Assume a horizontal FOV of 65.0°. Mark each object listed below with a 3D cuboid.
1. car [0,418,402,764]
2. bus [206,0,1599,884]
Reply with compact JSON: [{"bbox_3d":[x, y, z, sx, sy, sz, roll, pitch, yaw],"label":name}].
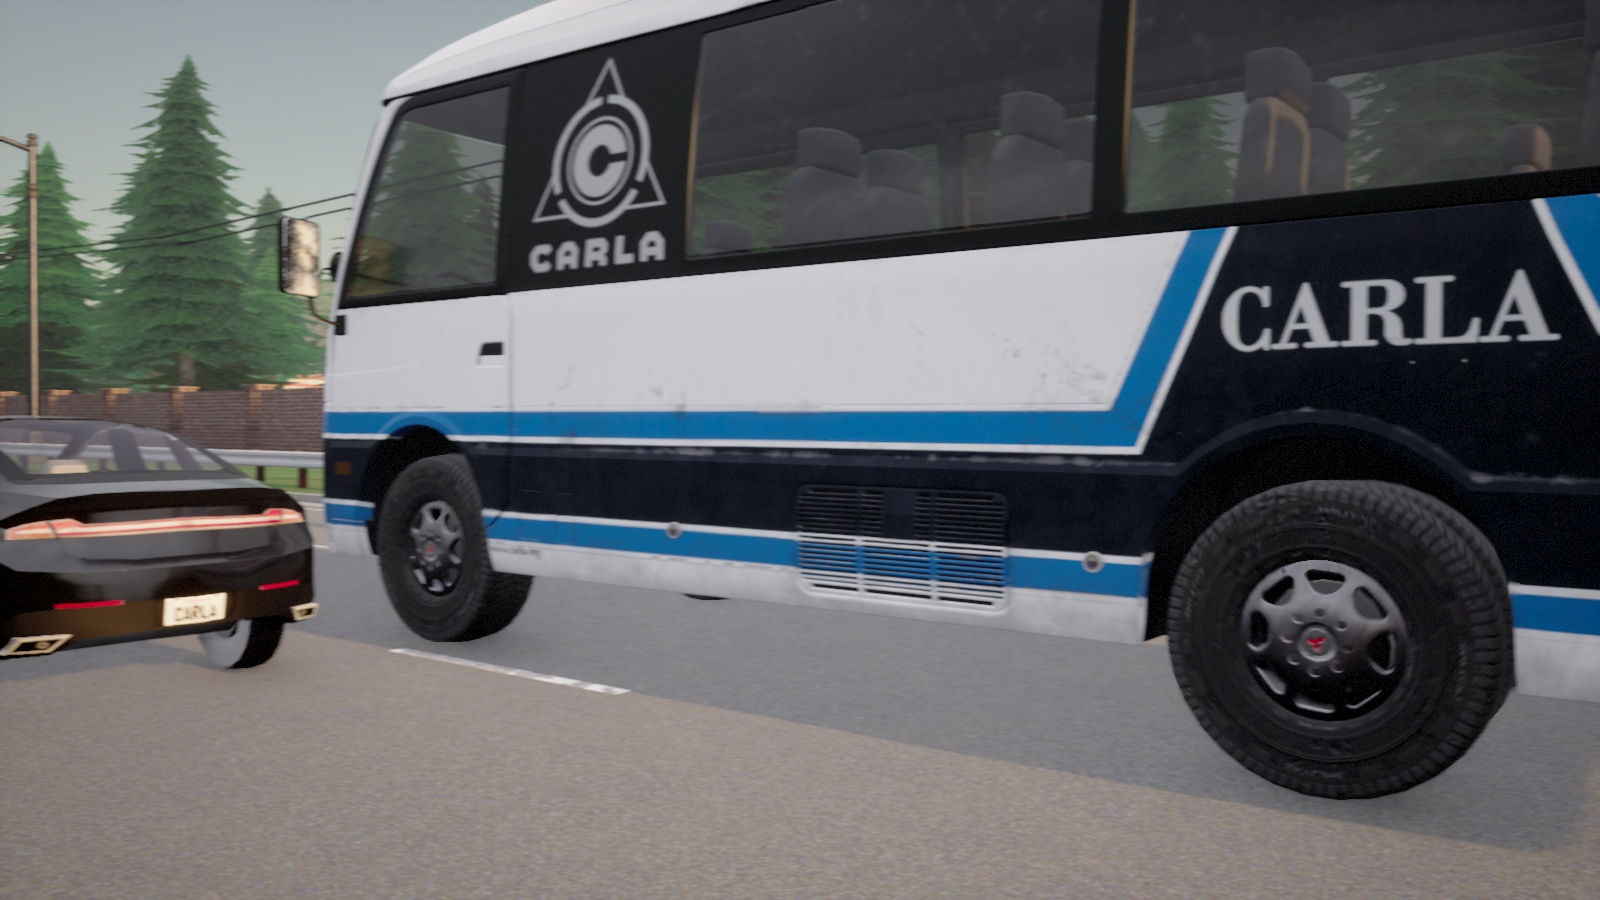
[{"bbox_3d":[-4.852,0.594,7.773,4.902,1.511,2.128,0,1,38],"label":"car"},{"bbox_3d":[0.920,-0.810,7.665,10.273,4.253,3.944,0,1,38],"label":"bus"}]
